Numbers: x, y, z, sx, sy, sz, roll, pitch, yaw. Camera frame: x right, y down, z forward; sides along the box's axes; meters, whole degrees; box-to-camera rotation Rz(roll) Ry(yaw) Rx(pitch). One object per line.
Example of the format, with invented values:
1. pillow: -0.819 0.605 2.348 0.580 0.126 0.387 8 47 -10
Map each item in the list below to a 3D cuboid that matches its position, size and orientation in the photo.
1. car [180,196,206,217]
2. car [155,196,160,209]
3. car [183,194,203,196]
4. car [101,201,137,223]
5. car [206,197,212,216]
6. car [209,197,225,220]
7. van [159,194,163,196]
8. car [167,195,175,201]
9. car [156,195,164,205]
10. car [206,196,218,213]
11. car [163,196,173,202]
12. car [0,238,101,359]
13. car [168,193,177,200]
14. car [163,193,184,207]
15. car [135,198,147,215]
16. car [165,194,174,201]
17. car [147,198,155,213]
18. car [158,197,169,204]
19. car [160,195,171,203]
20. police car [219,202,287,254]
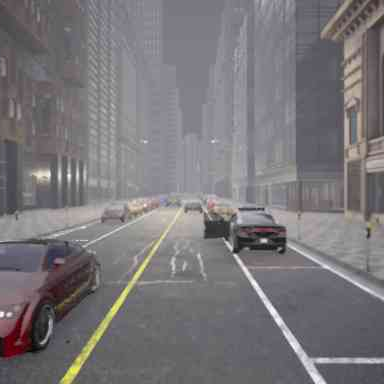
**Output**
1. car: 0.149 1.479 36.169 2.128 1.511 4.902 0 0 1
2. car: -5.635 1.531 42.310 1.887 1.381 4.507 0 0 0
3. car: 0.155 1.476 48.627 2.128 1.511 4.902 0 0 0
4. car: -5.684 1.573 25.505 1.802 1.307 4.206 0 0 0
5. car: 2.874 1.531 36.692 1.887 1.381 4.507 0 0 0
6. car: 2.858 1.514 31.259 1.752 1.417 4.829 0 0 0
7. van: -5.584 1.322 59.116 1.690 1.788 3.998 0 0 0
8. car: -5.502 1.540 87.124 1.947 1.339 4.313 0 0 0
9. car: -5.618 1.529 47.913 1.887 1.381 4.507 0 0 0
10. car: 2.891 1.530 42.294 1.887 1.381 4.507 0 0 0
11. car: -5.535 1.543 75.921 1.947 1.339 4.313 0 0 0
12. car: -3.082 1.562 5.998 1.994 1.385 4.181 0 0 0
13. car: -5.485 1.288 92.726 2.192 1.841 5.009 0 0 0
14. car: -2.846 1.226 52.119 2.150 2.045 5.566 0 0 0
15. car: -5.668 1.515 30.937 1.752 1.417 4.829 0 0 0
16. car: -5.518 1.416 81.522 1.967 1.590 4.097 0 0 0
17. car: -5.651 1.428 36.708 1.967 1.590 4.097 0 0 0
18. car: -5.569 1.562 64.717 1.802 1.307 4.206 0 0 0
19. car: -5.551 1.418 70.319 1.967 1.590 4.097 0 0 0
20. police car: 2.407 1.419 13.676 1.930 1.638 5.238 0 0 0
